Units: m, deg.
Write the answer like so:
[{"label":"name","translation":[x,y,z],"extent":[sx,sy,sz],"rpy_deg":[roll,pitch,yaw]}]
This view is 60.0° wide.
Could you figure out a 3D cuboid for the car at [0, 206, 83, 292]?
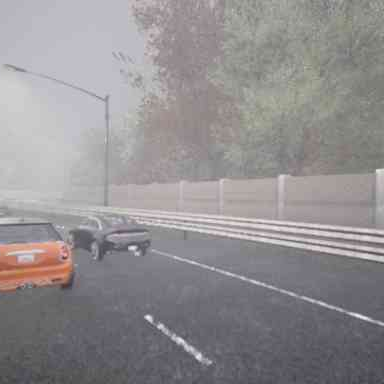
[{"label":"car","translation":[-4.645,1.421,8.745],"extent":[2.097,1.767,4.553],"rpy_deg":[1,-1,-34]}]

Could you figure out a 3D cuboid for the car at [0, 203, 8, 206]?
[{"label":"car","translation":[-17.984,1.709,30.508],"extent":[2.128,1.511,4.902],"rpy_deg":[1,-1,-42]}]

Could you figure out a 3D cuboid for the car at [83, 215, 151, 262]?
[{"label":"car","translation":[-3.319,1.628,12.849],"extent":[2.128,1.511,4.902],"rpy_deg":[1,-1,-35]}]
